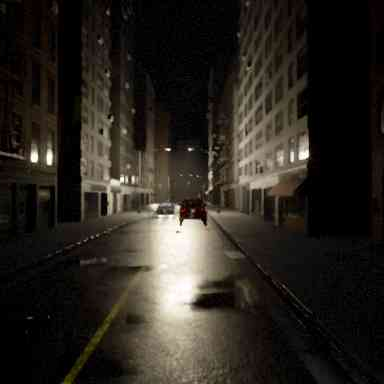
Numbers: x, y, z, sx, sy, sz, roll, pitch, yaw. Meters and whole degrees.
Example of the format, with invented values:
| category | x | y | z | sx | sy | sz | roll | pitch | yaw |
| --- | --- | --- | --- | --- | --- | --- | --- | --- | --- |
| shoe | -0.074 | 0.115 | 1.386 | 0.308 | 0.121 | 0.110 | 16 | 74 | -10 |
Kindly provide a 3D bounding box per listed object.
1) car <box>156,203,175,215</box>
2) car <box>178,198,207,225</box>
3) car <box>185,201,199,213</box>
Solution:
| category | x | y | z | sx | sy | sz | roll | pitch | yaw |
| --- | --- | --- | --- | --- | --- | --- | --- | --- | --- |
| car | -3.123 | 2.013 | 40.235 | 1.994 | 1.385 | 4.181 | 0 | -1 | 0 |
| car | 0.074 | 1.525 | 27.297 | 2.150 | 2.045 | 5.566 | 0 | -1 | 0 |
| car | 0.036 | 1.986 | 45.600 | 1.882 | 1.535 | 5.008 | 0 | -1 | 0 |
